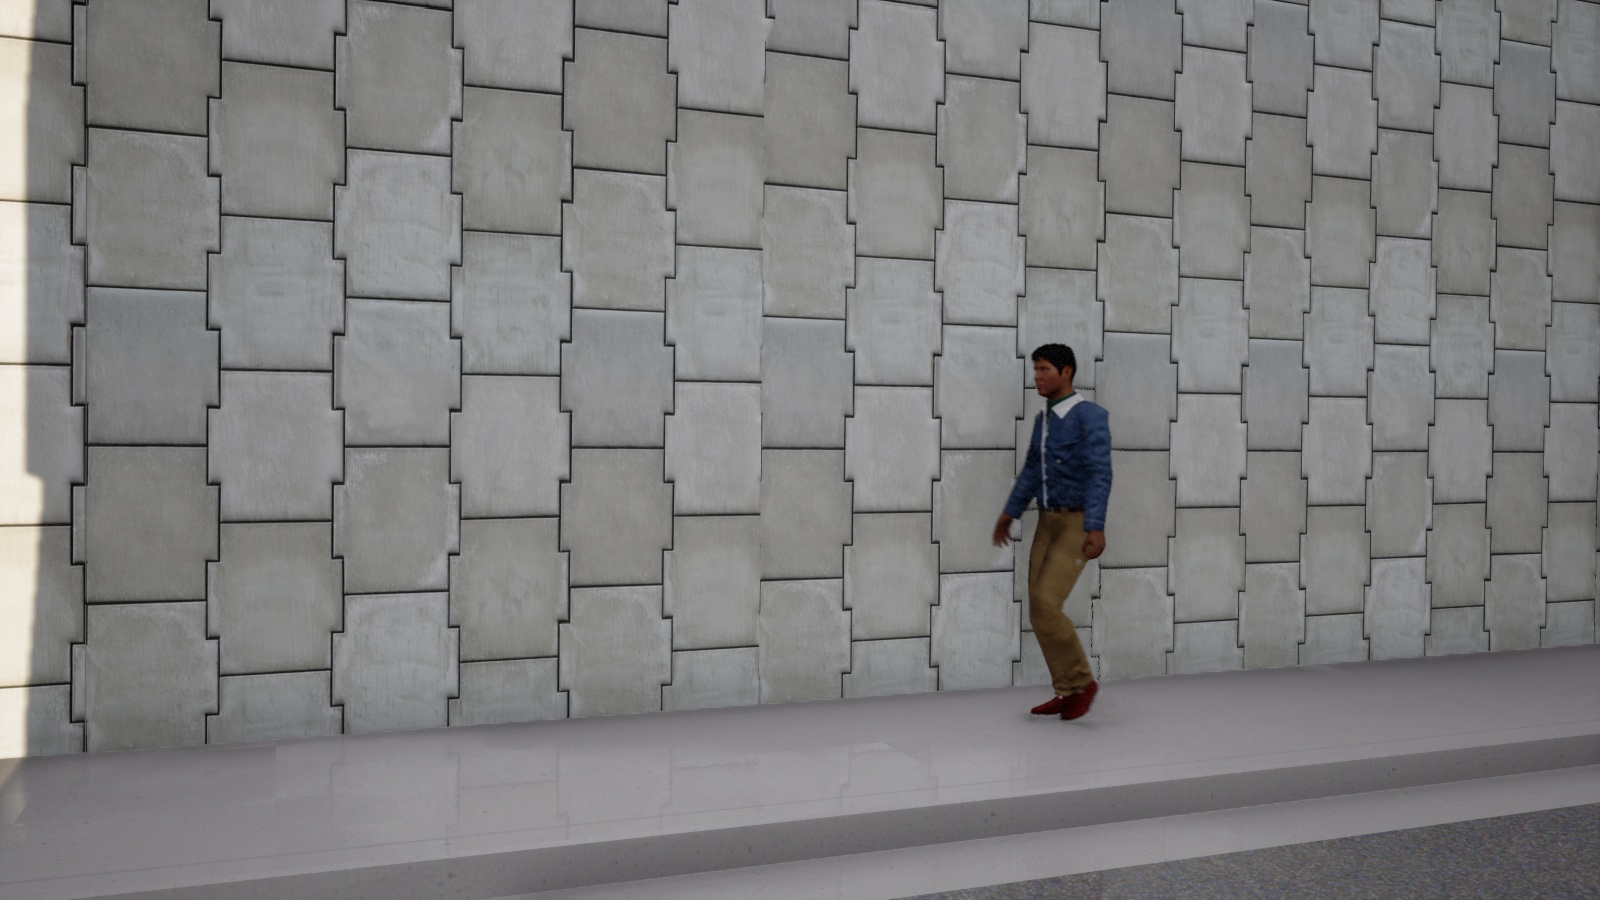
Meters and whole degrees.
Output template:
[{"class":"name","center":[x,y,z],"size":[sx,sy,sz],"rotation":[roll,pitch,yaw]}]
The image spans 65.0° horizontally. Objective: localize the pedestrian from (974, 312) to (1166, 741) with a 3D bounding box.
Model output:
[{"class":"pedestrian","center":[1.297,0.341,6.048],"size":[0.788,1.949,0.423],"rotation":[-1,1,-22]}]
